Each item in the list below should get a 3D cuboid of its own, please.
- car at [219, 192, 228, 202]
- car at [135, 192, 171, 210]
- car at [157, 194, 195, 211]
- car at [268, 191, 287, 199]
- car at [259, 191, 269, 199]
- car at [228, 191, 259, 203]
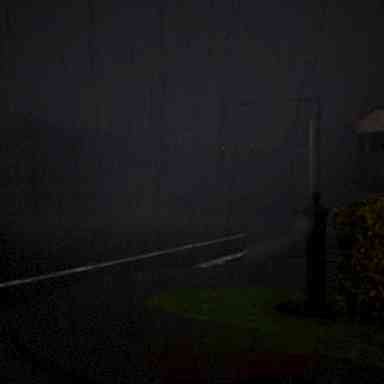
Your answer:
[{"bbox_3d":[6.453,0.778,57.028,2.097,1.767,4.553,0,2,35],"label":"car"},{"bbox_3d":[-4.533,1.112,41.430,2.150,2.045,5.566,0,1,35],"label":"car"},{"bbox_3d":[-1.550,1.360,39.572,1.882,1.535,5.008,0,1,35],"label":"car"},{"bbox_3d":[17.491,0.759,66.522,1.994,1.385,4.181,0,0,35],"label":"car"},{"bbox_3d":[15.426,0.554,69.669,2.097,1.767,4.553,0,0,35],"label":"car"},{"bbox_3d":[8.305,0.961,53.589,2.128,1.511,4.902,0,2,35],"label":"car"}]
